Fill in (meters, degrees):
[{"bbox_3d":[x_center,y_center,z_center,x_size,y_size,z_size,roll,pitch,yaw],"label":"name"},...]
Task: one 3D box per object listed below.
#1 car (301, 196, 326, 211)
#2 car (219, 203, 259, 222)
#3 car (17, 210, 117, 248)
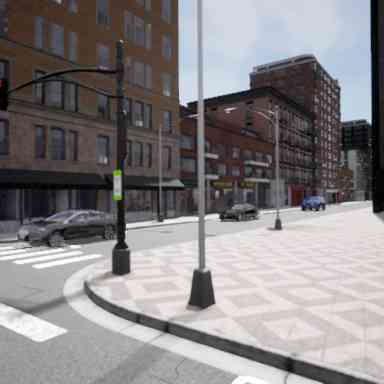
[{"bbox_3d":[17.384,1.640,47.400,2.150,2.045,5.566,-1,-1,36],"label":"car"},{"bbox_3d":[4.207,1.734,29.264,1.882,1.535,5.008,-1,-1,36],"label":"car"},{"bbox_3d":[-5.571,1.607,15.689,2.128,1.511,4.902,-1,-1,36],"label":"car"}]
